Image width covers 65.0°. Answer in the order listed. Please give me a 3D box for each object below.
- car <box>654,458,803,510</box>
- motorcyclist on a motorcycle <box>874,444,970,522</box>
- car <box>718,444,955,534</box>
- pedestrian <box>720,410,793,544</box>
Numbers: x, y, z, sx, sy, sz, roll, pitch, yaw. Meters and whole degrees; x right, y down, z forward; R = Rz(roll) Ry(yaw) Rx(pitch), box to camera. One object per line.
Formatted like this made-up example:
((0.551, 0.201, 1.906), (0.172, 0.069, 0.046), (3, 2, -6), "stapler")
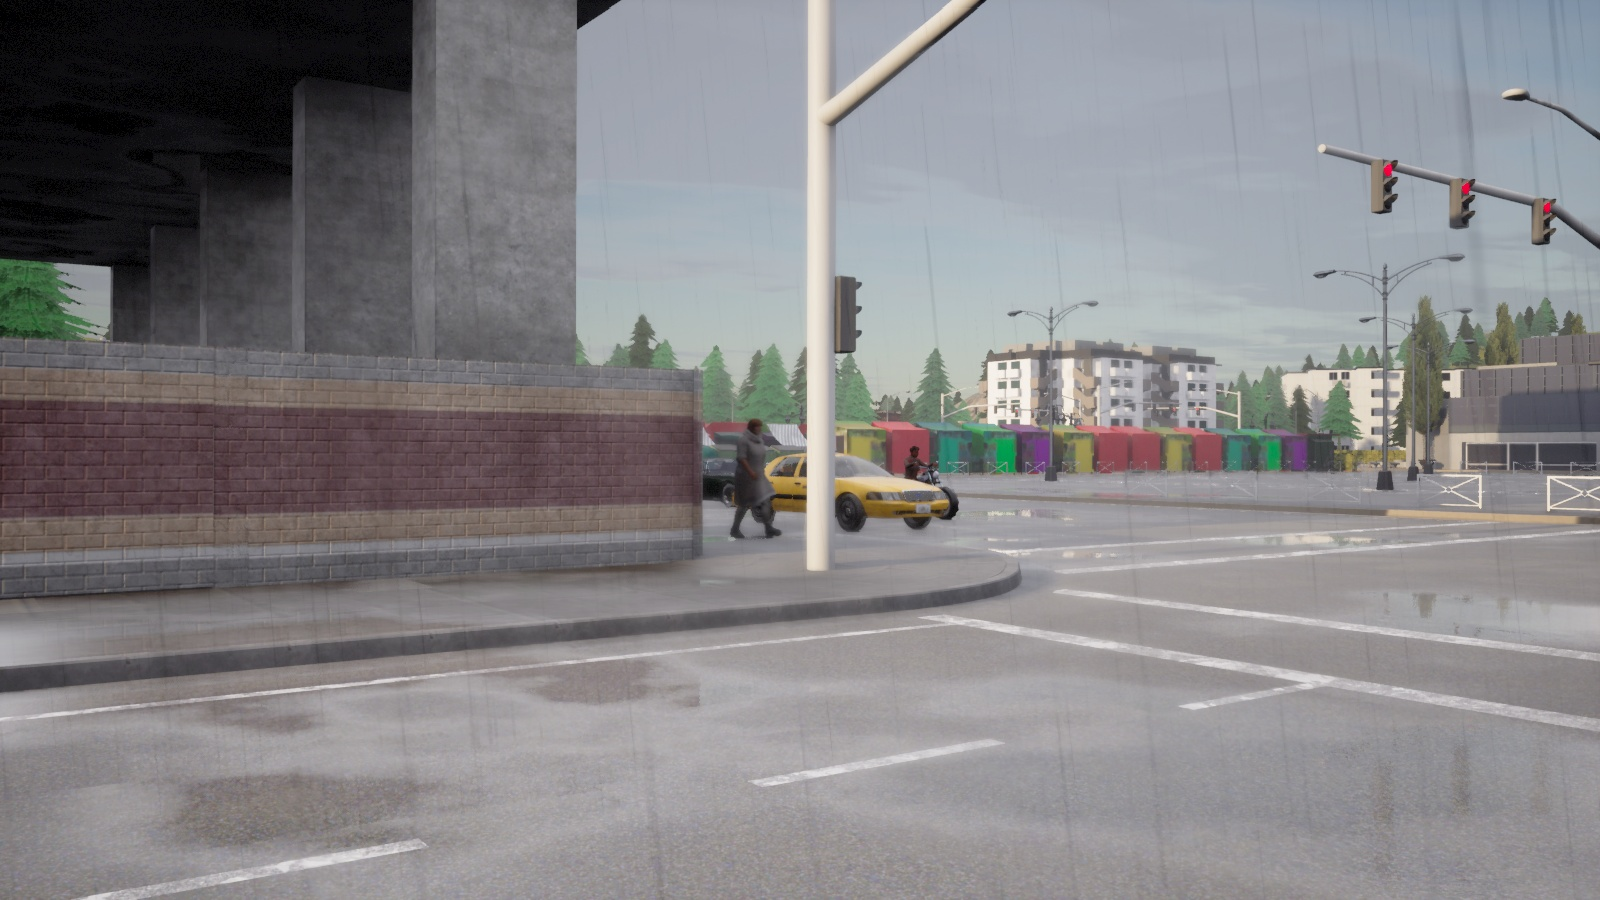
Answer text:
((-2.041, 0.879, 34.541), (1.895, 1.301, 4.718), (0, 0, -35), "car")
((2.673, 0.702, 27.821), (0.766, 1.649, 2.350), (0, 0, -35), "motorcyclist on a motorcycle")
((0.561, 0.688, 24.736), (1.801, 1.575, 5.366), (0, 0, -35), "car")
((-0.649, 0.392, 18.761), (0.873, 1.952, 0.659), (0, 0, 41), "pedestrian")
